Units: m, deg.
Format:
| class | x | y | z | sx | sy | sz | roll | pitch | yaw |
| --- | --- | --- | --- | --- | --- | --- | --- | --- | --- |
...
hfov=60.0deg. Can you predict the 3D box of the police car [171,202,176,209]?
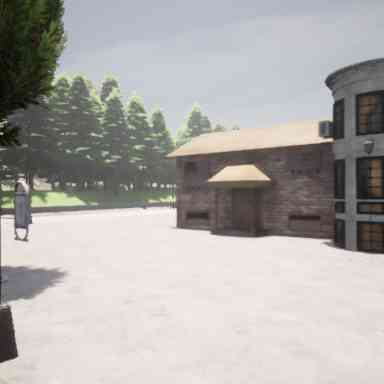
| class | x | y | z | sx | sy | sz | roll | pitch | yaw |
| --- | --- | --- | --- | --- | --- | --- | --- | --- | --- |
| police car | -1.195 | 1.645 | 49.679 | 1.930 | 1.638 | 5.238 | -1 | 0 | 36 |
